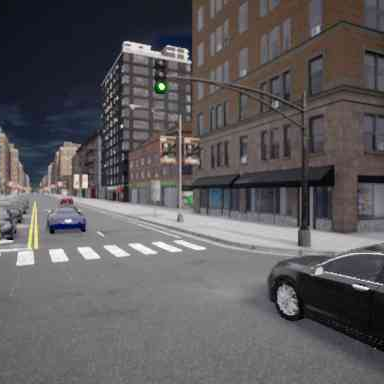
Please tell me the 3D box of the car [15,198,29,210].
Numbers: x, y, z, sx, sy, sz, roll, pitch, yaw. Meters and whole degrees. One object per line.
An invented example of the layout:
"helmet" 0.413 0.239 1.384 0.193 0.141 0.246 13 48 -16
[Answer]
"car" -17.949 1.494 33.919 1.837 1.490 4.892 0 0 -25

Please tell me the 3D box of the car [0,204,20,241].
"car" -9.773 1.524 16.475 1.812 1.442 4.674 0 0 -25

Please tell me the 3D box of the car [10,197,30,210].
"car" -22.312 1.475 43.330 2.128 1.511 4.902 0 0 -25

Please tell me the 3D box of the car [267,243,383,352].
"car" 3.100 1.505 4.851 1.837 1.490 4.892 0 0 -25

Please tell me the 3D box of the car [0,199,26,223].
"car" -13.703 1.499 24.851 1.837 1.490 4.892 0 0 -25

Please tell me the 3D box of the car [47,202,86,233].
"car" -7.615 1.559 20.001 1.994 1.385 4.181 0 0 -25

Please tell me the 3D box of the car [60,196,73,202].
"car" -21.506 1.451 56.957 1.882 1.535 5.008 0 0 -25
